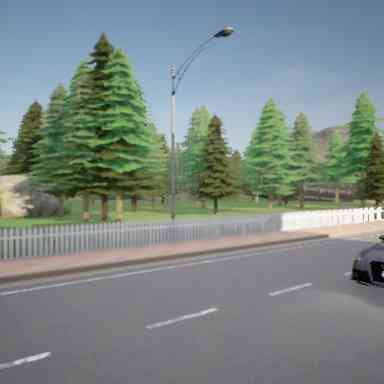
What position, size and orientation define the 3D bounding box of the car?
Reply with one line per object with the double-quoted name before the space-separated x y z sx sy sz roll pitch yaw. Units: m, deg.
"car" 5.727 1.548 8.050 4.181 1.385 1.994 0 0 -35
